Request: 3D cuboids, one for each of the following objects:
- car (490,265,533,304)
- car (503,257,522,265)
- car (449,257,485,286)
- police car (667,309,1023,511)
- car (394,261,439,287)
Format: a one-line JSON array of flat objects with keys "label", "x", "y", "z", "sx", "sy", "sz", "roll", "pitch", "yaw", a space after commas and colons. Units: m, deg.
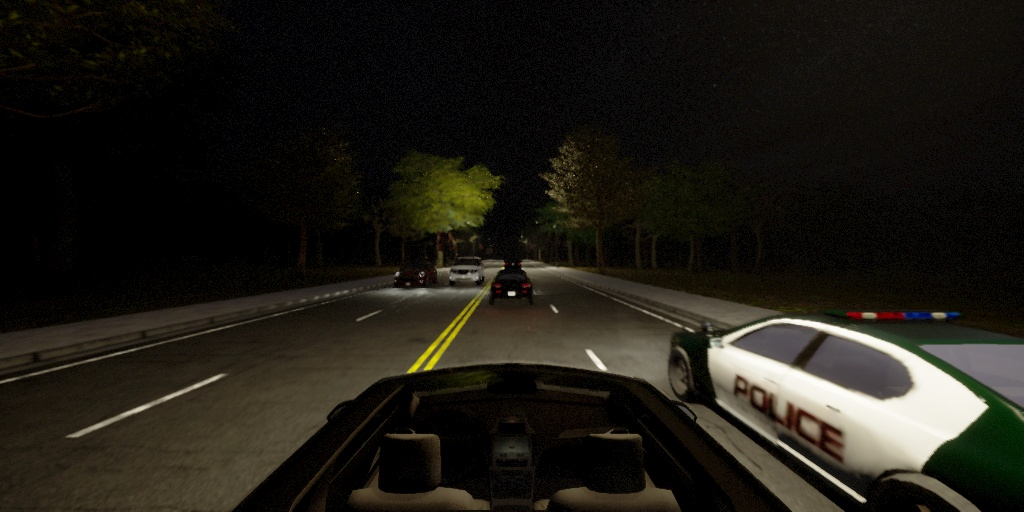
[{"label": "car", "x": -0.010, "y": 1.322, "z": 16.476, "sx": 1.812, "sy": 1.442, "sz": 4.674, "roll": 0, "pitch": 0, "yaw": 0}, {"label": "car", "x": 0.102, "y": 1.110, "z": 45.424, "sx": 2.150, "sy": 2.045, "sz": 5.566, "roll": 0, "pitch": 0, "yaw": 0}, {"label": "car", "x": -3.255, "y": 1.052, "z": 26.814, "sx": 2.150, "sy": 2.045, "sz": 5.566, "roll": 0, "pitch": 0, "yaw": 0}, {"label": "police car", "x": 3.250, "y": 1.261, "z": 3.461, "sx": 2.038, "sy": 1.542, "sz": 4.974, "roll": 0, "pitch": 0, "yaw": 0}, {"label": "car", "x": -6.530, "y": 1.174, "z": 24.840, "sx": 2.097, "sy": 1.767, "sz": 4.553, "roll": 0, "pitch": 0, "yaw": 1}]
